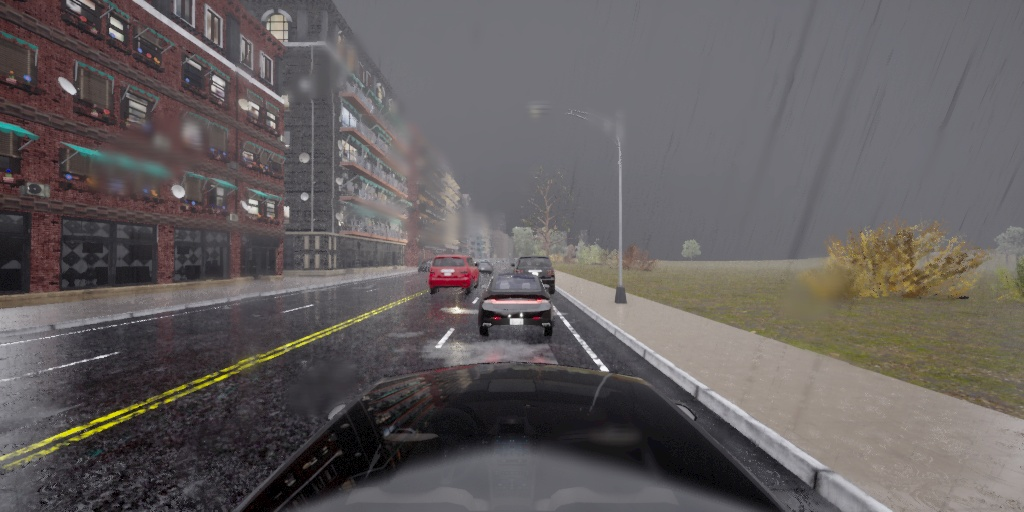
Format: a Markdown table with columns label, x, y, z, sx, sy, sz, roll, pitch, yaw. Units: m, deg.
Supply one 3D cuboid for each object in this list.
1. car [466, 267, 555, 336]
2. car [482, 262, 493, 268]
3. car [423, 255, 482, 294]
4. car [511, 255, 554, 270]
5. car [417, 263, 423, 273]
| label | x | y | z | sx | sy | sz | roll | pitch | yaw |
| --- | --- | --- | --- | --- | --- | --- | --- | --- | --- |
| car | 0.098 | 1.243 | 10.378 | 2.128 | 1.511 | 4.902 | 0 | 0 | 0 |
| car | -3.161 | 1.315 | 40.732 | 1.994 | 1.385 | 4.181 | 0 | 0 | 0 |
| car | -3.156 | 0.974 | 20.236 | 2.150 | 2.045 | 5.566 | 0 | 0 | 0 |
| car | 1.133 | 0.977 | 20.248 | 2.150 | 2.045 | 5.566 | 0 | 0 | 0 |
| car | -9.862 | 1.255 | 42.538 | 1.837 | 1.490 | 4.892 | 0 | 0 | 0 |
